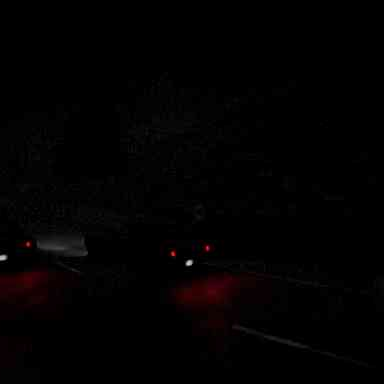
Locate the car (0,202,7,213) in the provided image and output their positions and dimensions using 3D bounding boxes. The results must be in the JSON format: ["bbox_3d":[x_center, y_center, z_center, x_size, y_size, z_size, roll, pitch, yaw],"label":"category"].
[{"bbox_3d":[-17.486,1.360,28.772,1.994,1.385,4.181,0,1,-41],"label":"car"}]

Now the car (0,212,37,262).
[{"bbox_3d":[-6.948,1.599,11.291,1.895,1.301,4.718,0,0,-42],"label":"car"}]

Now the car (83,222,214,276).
[{"bbox_3d":[-1.618,1.626,10.626,1.895,1.301,4.718,0,0,-44],"label":"car"}]
